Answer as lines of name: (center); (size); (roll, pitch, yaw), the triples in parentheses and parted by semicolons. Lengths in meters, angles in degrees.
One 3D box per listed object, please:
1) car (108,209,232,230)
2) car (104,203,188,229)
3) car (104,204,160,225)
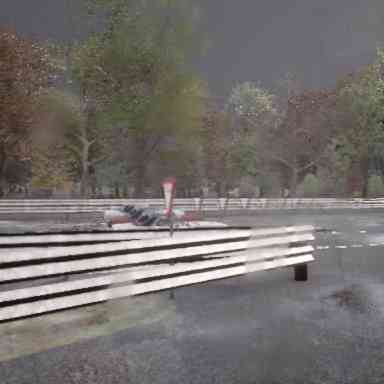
car: (-0.735, 1.493, 13.056); (4.718, 1.301, 1.895); (0, 1, -17)
car: (-2.752, 1.377, 19.757); (4.718, 1.301, 1.895); (0, 1, -17)
car: (-1.743, 1.435, 16.405); (4.718, 1.301, 1.895); (0, 1, -17)
